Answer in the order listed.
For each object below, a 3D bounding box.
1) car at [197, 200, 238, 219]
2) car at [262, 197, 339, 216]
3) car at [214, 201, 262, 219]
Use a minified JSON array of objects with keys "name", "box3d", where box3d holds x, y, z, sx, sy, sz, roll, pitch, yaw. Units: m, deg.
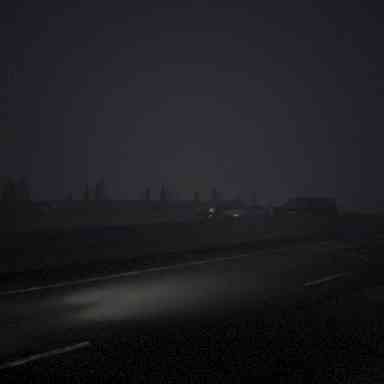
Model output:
[{"name":"car","box3d":[2.650,1.438,27.274,4.553,1.767,2.097,2,-1,-35]},{"name":"car","box3d":[7.576,1.336,22.170,5.566,2.045,2.150,3,-2,-35]},{"name":"car","box3d":[4.151,1.593,24.050,4.674,1.442,1.812,2,-1,-35]}]
